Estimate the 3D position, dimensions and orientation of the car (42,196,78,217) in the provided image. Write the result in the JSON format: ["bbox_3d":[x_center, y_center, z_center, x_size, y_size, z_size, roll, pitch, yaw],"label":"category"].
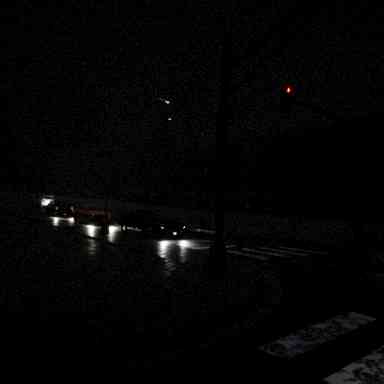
[{"bbox_3d":[-14.084,1.679,35.419,2.097,1.767,4.553,4,-2,-35],"label":"car"}]

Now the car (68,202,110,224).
[{"bbox_3d":[-8.232,1.770,27.243,1.882,1.535,5.008,4,-3,-36],"label":"car"}]

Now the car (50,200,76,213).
[{"bbox_3d":[-17.731,1.941,45.439,2.128,1.511,4.902,4,-2,-35],"label":"car"}]

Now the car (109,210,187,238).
[{"bbox_3d":[-2.511,1.761,19.211,2.033,1.411,5.357,4,-3,-38],"label":"car"}]

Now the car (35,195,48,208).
[{"bbox_3d":[-23.602,1.549,53.570,2.150,2.045,5.566,4,-1,-36],"label":"car"}]
